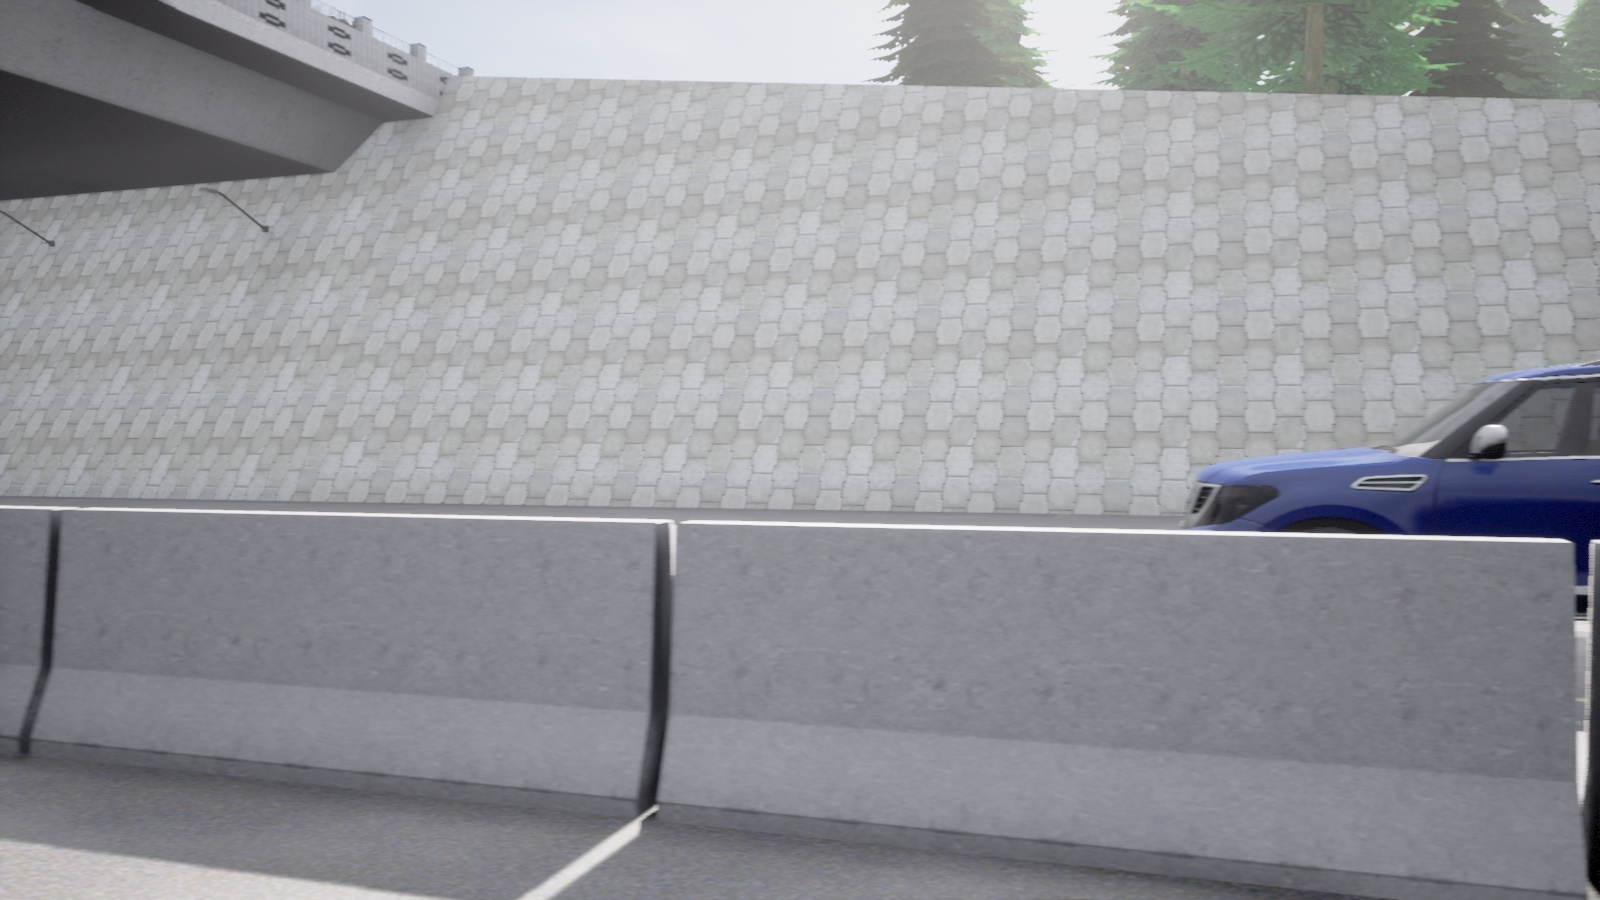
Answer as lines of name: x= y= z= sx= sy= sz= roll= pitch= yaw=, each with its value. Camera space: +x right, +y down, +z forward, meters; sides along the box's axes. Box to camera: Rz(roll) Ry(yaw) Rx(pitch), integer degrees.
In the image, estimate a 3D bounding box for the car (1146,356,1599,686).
car: x=5.366 y=0.425 z=8.769 sx=5.566 sy=2.045 sz=2.150 roll=1 pitch=1 yaw=19
